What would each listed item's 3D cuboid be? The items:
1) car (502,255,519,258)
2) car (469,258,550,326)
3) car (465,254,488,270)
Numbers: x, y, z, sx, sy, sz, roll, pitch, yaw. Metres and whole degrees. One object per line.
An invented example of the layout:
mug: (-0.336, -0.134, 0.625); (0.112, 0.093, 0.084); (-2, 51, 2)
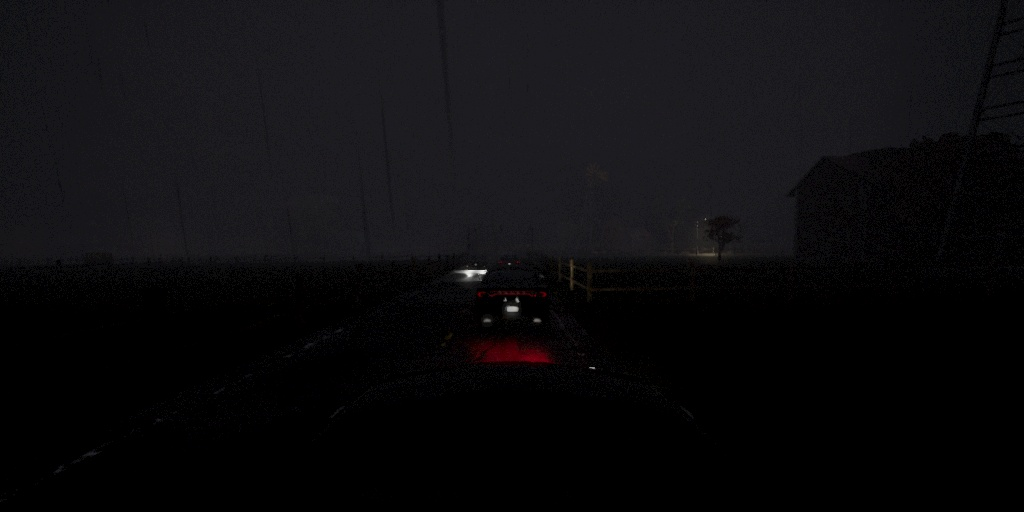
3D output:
car: (-0.224, 0.595, 30.582); (1.994, 1.385, 4.181); (0, 1, -1)
car: (-0.017, 1.001, 10.719); (1.882, 1.535, 5.008); (0, 2, -1)
car: (-3.195, 0.526, 33.341); (1.994, 1.385, 4.181); (0, 1, -1)
